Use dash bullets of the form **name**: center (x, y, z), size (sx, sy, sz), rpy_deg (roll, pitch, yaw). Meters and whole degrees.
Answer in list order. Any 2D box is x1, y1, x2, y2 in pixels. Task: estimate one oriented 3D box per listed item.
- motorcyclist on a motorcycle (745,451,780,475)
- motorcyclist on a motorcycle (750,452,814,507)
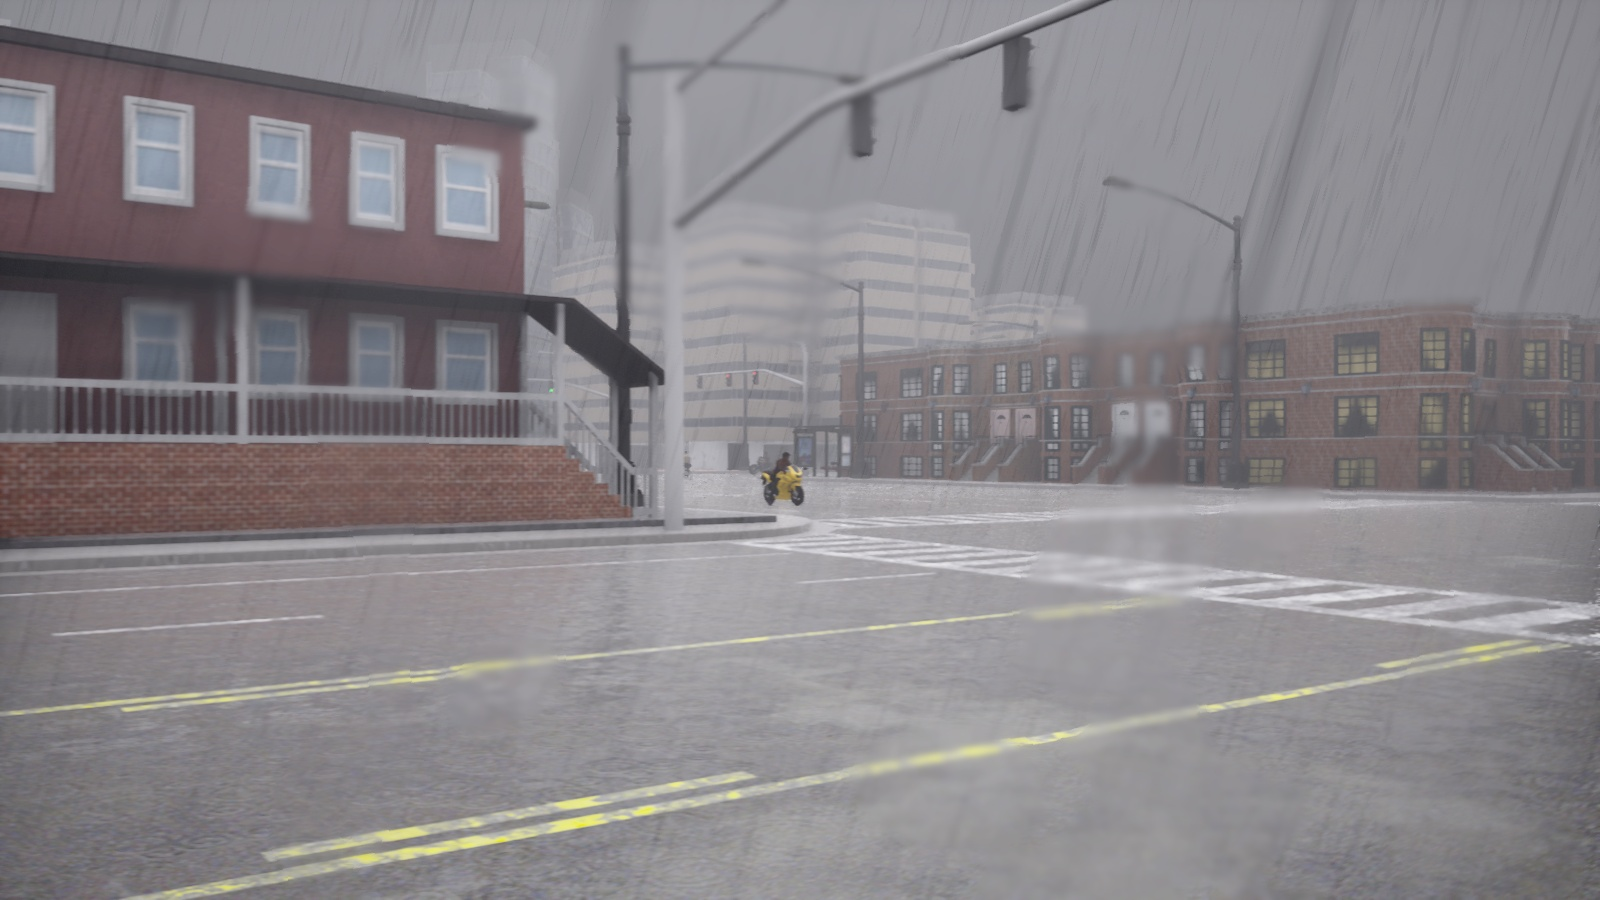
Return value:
- **motorcyclist on a motorcycle**: center (-2.573, 0.914, 86.875), size (2.350, 1.649, 0.766), rpy_deg (0, 0, -35)
- **motorcyclist on a motorcycle**: center (-0.531, 0.815, 35.519), size (0.797, 1.523, 2.044), rpy_deg (0, 0, -35)
